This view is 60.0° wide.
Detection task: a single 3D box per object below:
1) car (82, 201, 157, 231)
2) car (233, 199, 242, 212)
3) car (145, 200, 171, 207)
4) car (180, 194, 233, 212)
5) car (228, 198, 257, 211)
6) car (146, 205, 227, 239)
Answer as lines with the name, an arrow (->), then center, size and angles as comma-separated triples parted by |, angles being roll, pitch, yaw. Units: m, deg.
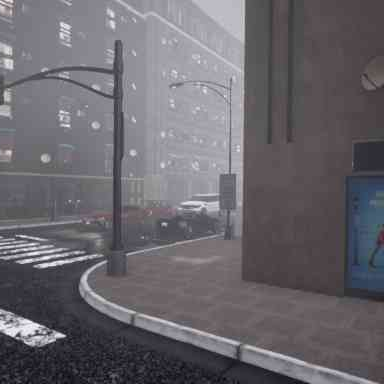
car -> -4.586, 1.487, 20.843 | 1.812, 1.442, 4.674 | 1, 1, 35
car -> 3.027, 1.224, 36.009 | 2.192, 1.841, 5.009 | 1, 1, 35
car -> -3.384, 1.362, 26.854 | 1.967, 1.590, 4.097 | 1, 1, 35
car -> 1.080, 1.171, 28.932 | 2.150, 2.045, 5.566 | 1, 1, 35
car -> 6.228, 1.484, 40.589 | 1.802, 1.307, 4.206 | 1, 1, 35
car -> -0.134, 1.599, 17.759 | 1.947, 1.339, 4.313 | 1, 1, 35
